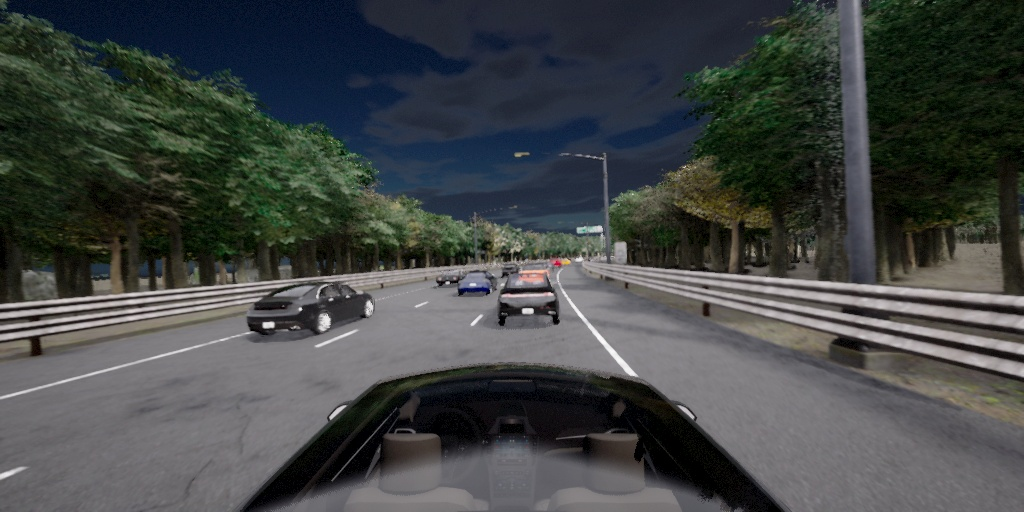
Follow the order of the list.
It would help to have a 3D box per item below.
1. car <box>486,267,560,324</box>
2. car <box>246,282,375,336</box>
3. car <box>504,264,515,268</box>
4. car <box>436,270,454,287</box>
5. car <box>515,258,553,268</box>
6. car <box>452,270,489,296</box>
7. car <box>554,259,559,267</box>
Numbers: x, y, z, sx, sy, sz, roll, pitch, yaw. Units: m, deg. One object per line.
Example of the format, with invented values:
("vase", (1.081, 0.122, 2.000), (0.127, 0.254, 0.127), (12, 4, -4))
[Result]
("car", (0.589, 1.328, 12.342), (2.128, 1.511, 4.902), (-2, -1, 4))
("car", (-6.323, 1.601, 11.931), (1.837, 1.490, 4.892), (-2, -1, 3))
("car", (0.014, 1.642, 40.715), (1.837, 1.490, 4.892), (-2, 0, 8))
("car", (-4.795, 1.818, 30.138), (1.895, 1.301, 4.718), (-2, -1, 6))
("car", (1.640, 1.277, 25.429), (2.097, 1.767, 4.553), (-2, -1, 6))
("car", (-2.036, 1.599, 22.248), (1.994, 1.385, 4.181), (-2, -1, 5))
("car", (5.524, 1.608, 54.447), (2.033, 1.411, 5.357), (-2, -1, 10))
